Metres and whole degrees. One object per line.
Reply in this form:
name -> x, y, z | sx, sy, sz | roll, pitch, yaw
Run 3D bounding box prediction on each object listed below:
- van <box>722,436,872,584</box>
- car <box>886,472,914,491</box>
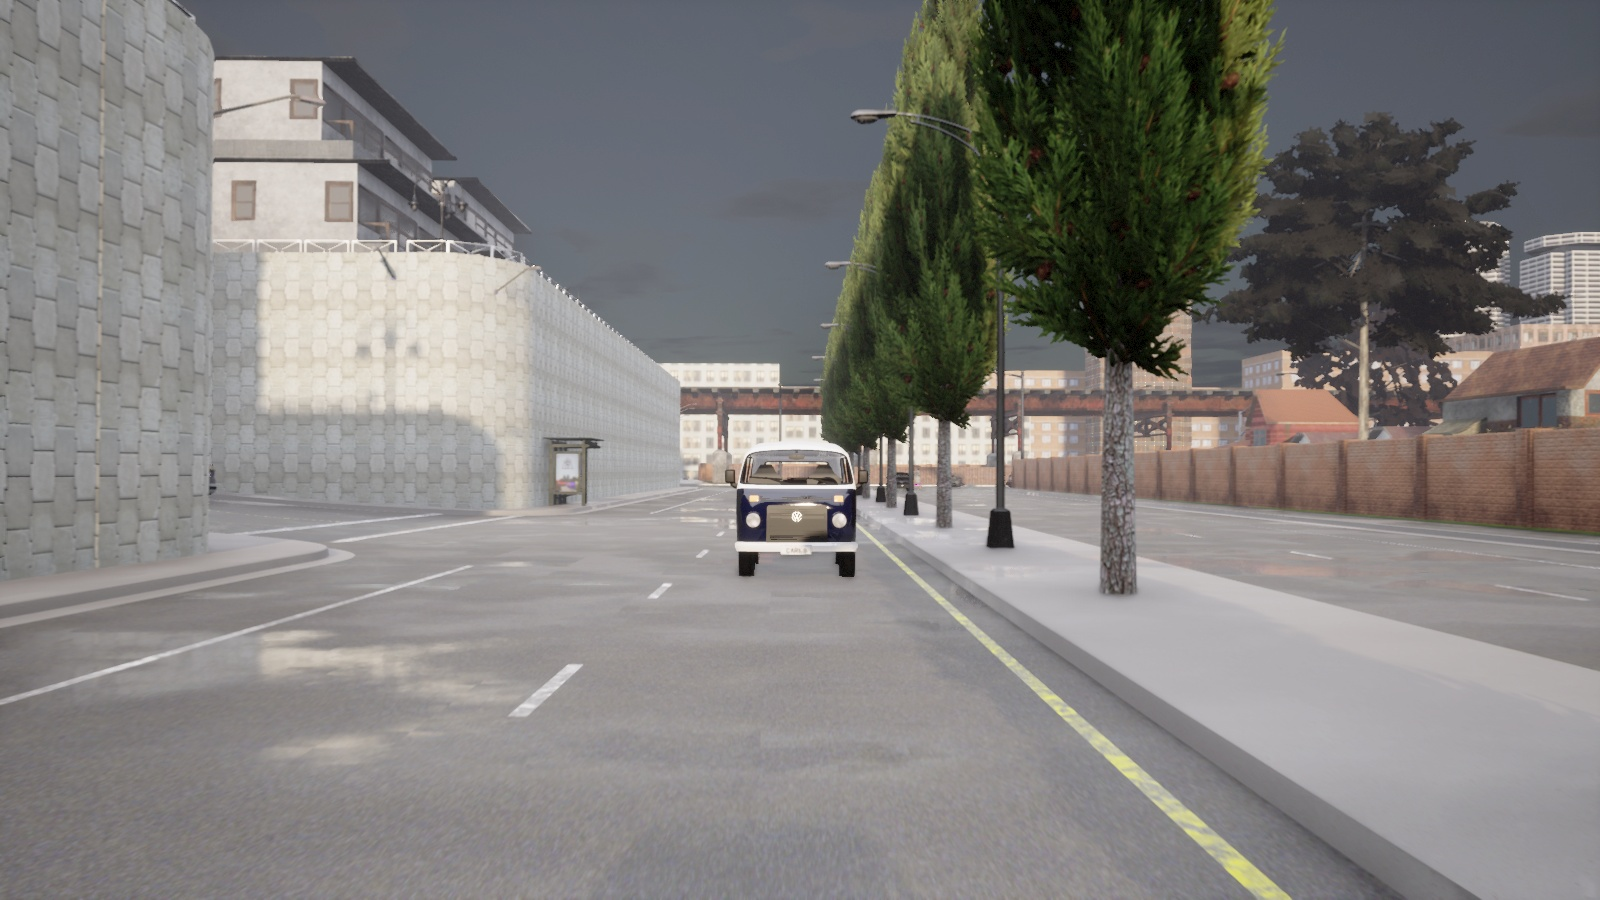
van -> -0.049, 0.868, 19.681 | 2.069, 2.038, 4.480 | 0, -1, 0
car -> 7.763, 2.428, 97.912 | 1.837, 1.490, 4.892 | 0, -1, 0
